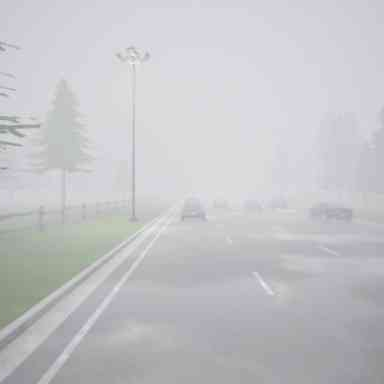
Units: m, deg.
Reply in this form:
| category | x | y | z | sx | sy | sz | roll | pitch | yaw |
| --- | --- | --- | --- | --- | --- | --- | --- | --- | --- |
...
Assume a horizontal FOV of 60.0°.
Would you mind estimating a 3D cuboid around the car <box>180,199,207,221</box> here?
| category | x | y | z | sx | sy | sz | roll | pitch | yaw |
| --- | --- | --- | --- | --- | --- | --- | --- | --- | --- |
| car | 0.084 | 1.567 | 27.204 | 1.994 | 1.385 | 4.181 | 0 | 0 | 0 |

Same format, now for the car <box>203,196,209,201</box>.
| category | x | y | z | sx | sy | sz | roll | pitch | yaw |
| --- | --- | --- | --- | --- | --- | --- | --- | --- | --- |
| car | 3.455 | 1.556 | 78.899 | 1.994 | 1.385 | 4.181 | 0 | 0 | 0 |

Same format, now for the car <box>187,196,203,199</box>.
| category | x | y | z | sx | sy | sz | roll | pitch | yaw |
| --- | --- | --- | --- | --- | --- | --- | --- | --- | --- |
| car | 0.055 | 1.354 | 43.908 | 2.097 | 1.767 | 4.553 | 0 | 0 | 0 |

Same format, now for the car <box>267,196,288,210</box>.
| category | x | y | z | sx | sy | sz | roll | pitch | yaw |
| --- | --- | --- | --- | --- | --- | --- | --- | --- | --- |
| car | 10.547 | 1.348 | 41.926 | 2.097 | 1.767 | 4.553 | 0 | 0 | 0 |

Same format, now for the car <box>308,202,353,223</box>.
| category | x | y | z | sx | sy | sz | roll | pitch | yaw |
| --- | --- | --- | --- | --- | --- | --- | --- | --- | --- |
| car | 10.585 | 1.474 | 25.768 | 1.882 | 1.535 | 5.008 | 0 | 0 | 0 |

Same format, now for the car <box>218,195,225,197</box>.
| category | x | y | z | sx | sy | sz | roll | pitch | yaw |
| --- | --- | --- | --- | --- | --- | --- | --- | --- | --- |
| car | 6.955 | 1.502 | 79.169 | 1.837 | 1.490 | 4.892 | 0 | 0 | 0 |

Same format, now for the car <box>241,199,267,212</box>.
| category | x | y | z | sx | sy | sz | roll | pitch | yaw |
| --- | --- | --- | --- | --- | --- | --- | --- | --- | --- |
| car | 7.033 | 1.546 | 39.530 | 2.033 | 1.411 | 5.357 | 0 | 0 | 0 |

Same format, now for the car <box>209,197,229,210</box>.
| category | x | y | z | sx | sy | sz | roll | pitch | yaw |
| --- | --- | --- | --- | --- | --- | --- | --- | --- | --- |
| car | 3.548 | 1.602 | 42.314 | 1.895 | 1.301 | 4.718 | 0 | 0 | 0 |
